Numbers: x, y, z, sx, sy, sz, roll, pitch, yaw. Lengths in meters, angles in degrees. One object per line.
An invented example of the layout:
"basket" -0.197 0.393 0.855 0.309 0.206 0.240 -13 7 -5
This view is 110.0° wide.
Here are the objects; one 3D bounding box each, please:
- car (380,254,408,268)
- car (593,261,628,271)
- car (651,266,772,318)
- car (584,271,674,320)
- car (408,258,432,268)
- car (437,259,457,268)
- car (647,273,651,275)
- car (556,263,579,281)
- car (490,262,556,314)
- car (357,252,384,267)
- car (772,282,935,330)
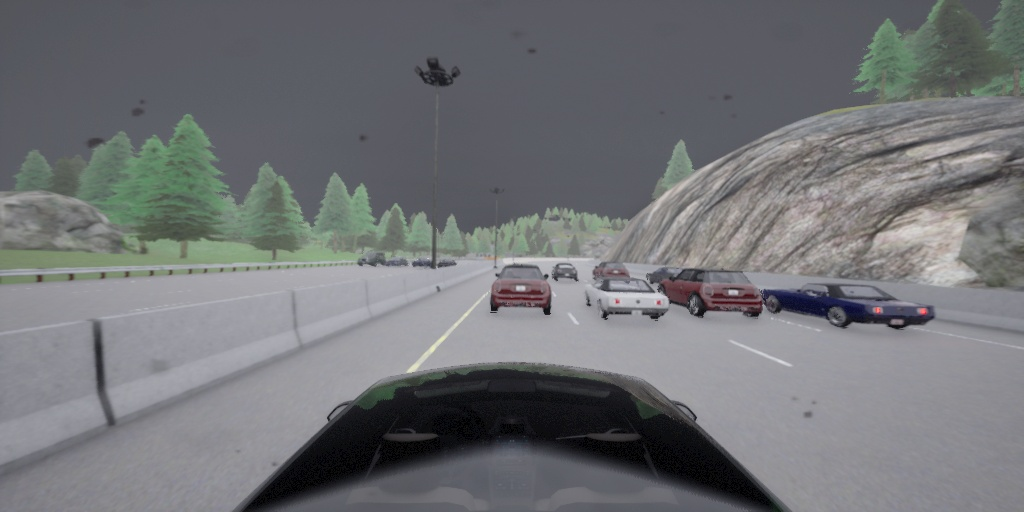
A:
"car" -16.098 0.865 50.388 2.033 1.411 5.357 1 0 2
"car" 7.861 1.204 28.929 2.097 1.767 4.553 1 0 2
"car" 7.374 1.226 13.925 2.097 1.767 4.553 1 0 2
"car" 3.830 1.406 12.926 1.895 1.301 4.718 1 0 2
"car" -12.597 0.990 50.471 1.895 1.301 4.718 1 0 2
"car" -9.104 1.062 50.367 1.895 1.301 4.718 1 0 2
"car" 11.221 1.477 25.439 2.033 1.411 5.357 1 0 2
"car" 4.409 1.305 30.375 1.812 1.442 4.674 1 0 2
"car" 0.373 1.084 13.975 2.097 1.767 4.553 1 0 2
"car" -19.591 0.468 50.373 2.150 2.045 5.566 1 0 2
"car" 10.805 1.549 12.187 1.895 1.301 4.718 1 0 2
